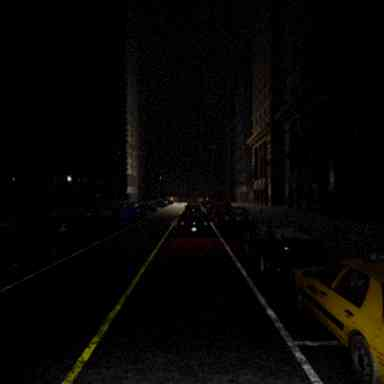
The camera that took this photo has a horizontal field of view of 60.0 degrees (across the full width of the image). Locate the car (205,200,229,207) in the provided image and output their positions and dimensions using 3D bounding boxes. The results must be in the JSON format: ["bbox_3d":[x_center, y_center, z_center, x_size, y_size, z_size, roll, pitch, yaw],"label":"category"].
[{"bbox_3d":[2.790,1.656,33.108,2.192,1.841,5.009,0,-1,0],"label":"car"}]

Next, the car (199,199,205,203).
[{"bbox_3d":[2.848,2.576,95.101,1.802,1.307,4.206,0,-1,0],"label":"car"}]

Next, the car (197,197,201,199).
[{"bbox_3d":[2.838,2.455,83.829,1.802,1.307,4.206,0,-1,0],"label":"car"}]

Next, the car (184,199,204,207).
[{"bbox_3d":[0.136,1.877,38.833,1.882,1.535,5.008,0,-1,0],"label":"car"}]

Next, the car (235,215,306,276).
[{"bbox_3d":[2.770,1.661,10.561,2.008,1.369,4.403,0,-1,0],"label":"car"}]

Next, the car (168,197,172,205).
[{"bbox_3d":[-5.703,2.241,66.922,2.008,1.369,4.403,0,-1,0],"label":"car"}]

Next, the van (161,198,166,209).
[{"bbox_3d":[-5.714,1.913,55.652,1.690,1.788,3.998,0,-1,0],"label":"van"}]

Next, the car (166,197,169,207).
[{"bbox_3d":[-5.708,2.155,61.116,1.752,1.417,4.829,0,-1,0],"label":"car"}]

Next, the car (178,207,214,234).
[{"bbox_3d":[0.119,1.815,20.813,1.895,1.301,4.718,0,-1,0],"label":"car"}]

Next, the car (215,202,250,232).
[{"bbox_3d":[2.780,1.666,21.834,1.967,1.590,4.097,0,-1,0],"label":"car"}]

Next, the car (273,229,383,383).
[{"bbox_3d":[2.765,1.579,5.096,1.752,1.417,4.829,0,-1,0],"label":"car"}]

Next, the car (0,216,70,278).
[{"bbox_3d":[-5.755,1.675,10.558,1.947,1.339,4.313,0,-1,0],"label":"car"}]

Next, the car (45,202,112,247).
[{"bbox_3d":[-5.750,1.482,16.197,2.192,1.841,5.009,0,-1,0],"label":"car"}]

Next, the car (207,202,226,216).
[{"bbox_3d":[2.796,1.944,38.742,1.887,1.381,4.507,0,-1,0],"label":"car"}]

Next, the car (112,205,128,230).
[{"bbox_3d":[-5.744,1.769,21.831,1.887,1.381,4.507,0,-1,0],"label":"car"}]

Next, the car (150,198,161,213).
[{"bbox_3d":[-5.724,1.896,44.378,1.967,1.590,4.097,0,-1,0],"label":"car"}]

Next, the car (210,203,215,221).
[{"bbox_3d":[2.786,1.849,27.469,1.947,1.339,4.313,0,-1,0],"label":"car"}]

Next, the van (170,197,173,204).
[{"bbox_3d":[-5.698,2.092,72.561,1.690,1.788,3.998,0,-1,0],"label":"van"}]

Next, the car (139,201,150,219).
[{"bbox_3d":[-5.734,1.780,33.105,1.967,1.590,4.097,0,-1,0],"label":"car"}]

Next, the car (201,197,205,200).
[{"bbox_3d":[2.812,2.013,55.650,1.967,1.590,4.097,0,-1,0],"label":"car"}]

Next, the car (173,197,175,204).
[{"bbox_3d":[-5.693,2.251,78.195,1.967,1.590,4.097,0,-1,0],"label":"car"}]

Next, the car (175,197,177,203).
[{"bbox_3d":[-5.688,2.187,83.834,2.192,1.841,5.009,0,-1,0],"label":"car"}]

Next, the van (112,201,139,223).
[{"bbox_3d":[-5.740,1.624,27.470,1.690,1.788,3.998,0,-1,0],"label":"van"}]
